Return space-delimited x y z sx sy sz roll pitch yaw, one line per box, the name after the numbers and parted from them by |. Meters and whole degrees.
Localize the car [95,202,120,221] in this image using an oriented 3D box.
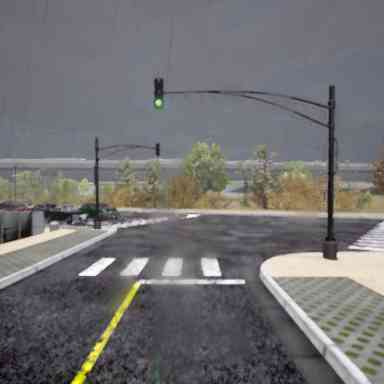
-9.159 1.783 32.584 4.553 1.767 2.097 -1 1 36 | car

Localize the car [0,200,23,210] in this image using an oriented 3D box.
-30.864 2.199 56.509 4.674 1.442 1.812 -1 1 36 | car

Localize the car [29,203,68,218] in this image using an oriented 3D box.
-16.336 2.049 37.806 4.892 1.490 1.837 -1 1 36 | car

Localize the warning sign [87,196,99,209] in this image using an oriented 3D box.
-14.251 1.472 47.986 1.060 1.860 1.300 1 0 36 | warning sign

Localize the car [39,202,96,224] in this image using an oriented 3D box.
-11.298 2.010 30.125 4.902 1.511 2.128 -1 1 36 | car

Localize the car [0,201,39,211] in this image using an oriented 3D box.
-18.754 1.989 35.542 4.553 1.767 2.097 -1 1 36 | car
